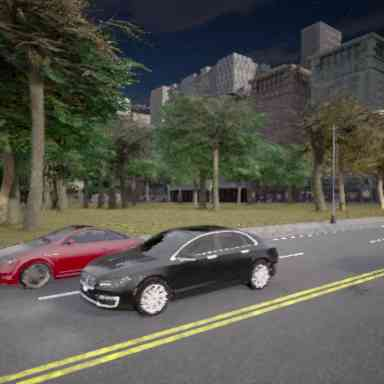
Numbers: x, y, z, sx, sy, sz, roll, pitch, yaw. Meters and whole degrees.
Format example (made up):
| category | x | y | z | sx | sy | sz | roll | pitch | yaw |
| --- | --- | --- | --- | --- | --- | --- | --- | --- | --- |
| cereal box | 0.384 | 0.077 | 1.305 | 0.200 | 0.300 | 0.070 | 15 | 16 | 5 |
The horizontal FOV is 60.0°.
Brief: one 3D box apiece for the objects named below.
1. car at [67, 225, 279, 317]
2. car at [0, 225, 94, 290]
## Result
| category | x | y | z | sx | sy | sz | roll | pitch | yaw |
| --- | --- | --- | --- | --- | --- | --- | --- | --- | --- |
| car | -0.047 | 1.570 | 7.695 | 4.892 | 1.490 | 1.837 | 0 | -1 | -36 |
| car | -3.254 | 1.643 | 9.368 | 4.181 | 1.385 | 1.994 | 0 | -1 | -36 |
